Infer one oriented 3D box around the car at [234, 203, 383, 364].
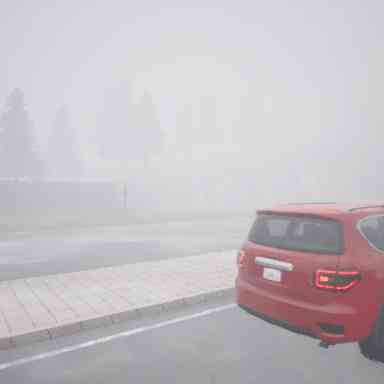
[{"bbox_3d":[3.270,1.221,6.080,5.566,2.045,2.150,0,0,-36],"label":"car"}]
